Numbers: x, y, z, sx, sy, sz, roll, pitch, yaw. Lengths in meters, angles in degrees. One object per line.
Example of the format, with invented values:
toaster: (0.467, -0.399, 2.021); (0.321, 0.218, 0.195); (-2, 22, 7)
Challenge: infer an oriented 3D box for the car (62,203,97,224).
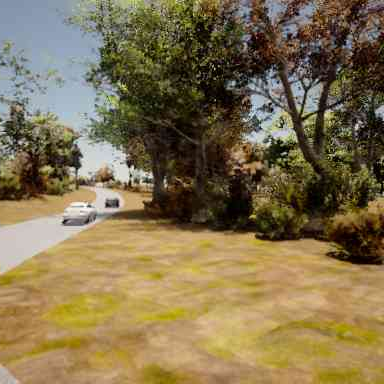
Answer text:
car: (-8.484, 1.541, 25.258); (1.812, 1.442, 4.674); (0, 0, -7)

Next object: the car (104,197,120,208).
car: (-11.578, 1.410, 48.278); (2.128, 1.511, 4.902); (-1, 1, -9)
